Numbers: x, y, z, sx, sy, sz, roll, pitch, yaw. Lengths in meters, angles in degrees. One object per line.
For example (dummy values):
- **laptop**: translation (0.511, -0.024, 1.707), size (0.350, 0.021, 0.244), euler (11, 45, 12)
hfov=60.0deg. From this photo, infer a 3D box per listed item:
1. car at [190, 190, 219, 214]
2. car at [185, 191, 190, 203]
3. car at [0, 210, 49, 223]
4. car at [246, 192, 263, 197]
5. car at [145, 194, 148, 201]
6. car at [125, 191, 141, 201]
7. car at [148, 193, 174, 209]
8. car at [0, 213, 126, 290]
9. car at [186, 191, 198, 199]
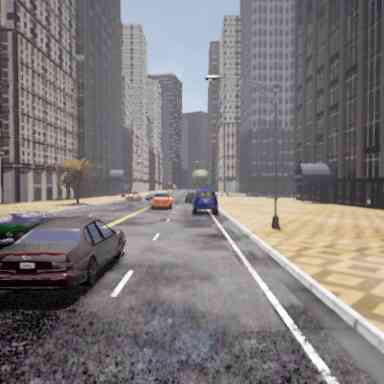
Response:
- **car**: translation (1.139, 0.818, 29.419), size (2.150, 2.045, 5.566), euler (0, 1, 0)
- **car**: translation (0.025, 0.655, 50.609), size (2.097, 1.767, 4.553), euler (0, 1, 0)
- **car**: translation (-6.599, 1.423, 12.855), size (1.895, 1.301, 4.718), euler (0, 1, 0)
- **car**: translation (15.926, 0.660, 84.889), size (4.403, 1.369, 2.008), euler (1, 1, -1)
- **car**: translation (-6.536, 0.788, 55.164), size (2.033, 1.411, 5.357), euler (0, 1, 1)
- **car**: translation (-9.792, 0.591, 55.334), size (2.097, 1.767, 4.553), euler (0, 1, 1)
- **car**: translation (-3.148, 0.853, 36.165), size (2.097, 1.767, 4.553), euler (0, 1, 0)
- **car**: translation (-3.150, 1.423, 8.882), size (2.033, 1.411, 5.357), euler (0, 1, 0)
- **car**: translation (0.004, 0.593, 65.612), size (2.128, 1.511, 4.902), euler (0, 1, 0)
